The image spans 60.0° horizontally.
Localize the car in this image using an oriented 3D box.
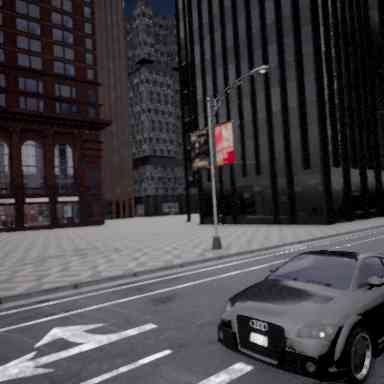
[{"bbox_3d":[2.384,1.725,5.660,4.181,1.385,1.994,-1,-3,-40],"label":"car"}]
